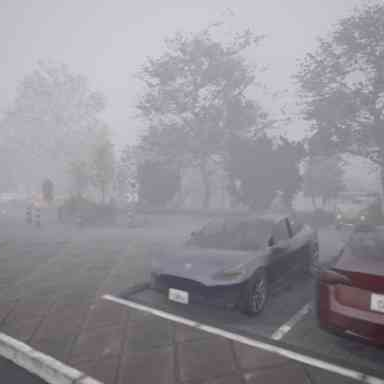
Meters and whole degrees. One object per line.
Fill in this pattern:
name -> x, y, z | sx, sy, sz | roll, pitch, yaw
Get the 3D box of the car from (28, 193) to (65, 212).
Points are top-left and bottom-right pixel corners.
car -> -13.230, 1.122, 33.402 | 2.097, 1.535, 5.008 | 2, 1, 36

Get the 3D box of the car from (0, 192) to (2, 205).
car -> -19.850, 0.915, 38.214 | 2.002, 1.452, 4.674 | 2, 1, 36

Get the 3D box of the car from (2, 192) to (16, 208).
car -> -17.625, 0.988, 36.565 | 2.163, 1.488, 4.792 | 2, 1, 36

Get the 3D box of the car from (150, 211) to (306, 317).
car -> 1.208, 1.192, 7.043 | 2.163, 1.488, 4.792 | 2, 1, 36

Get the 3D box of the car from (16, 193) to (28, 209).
car -> -15.446, 0.913, 35.057 | 2.185, 1.767, 4.553 | 2, 1, 36

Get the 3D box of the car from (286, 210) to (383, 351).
car -> 3.493, 1.256, 5.453 | 2.163, 1.488, 4.792 | 2, 1, 36

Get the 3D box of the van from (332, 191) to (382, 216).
van -> 8.784, 0.932, 17.586 | 1.878, 1.987, 4.442 | 1, 2, 36
